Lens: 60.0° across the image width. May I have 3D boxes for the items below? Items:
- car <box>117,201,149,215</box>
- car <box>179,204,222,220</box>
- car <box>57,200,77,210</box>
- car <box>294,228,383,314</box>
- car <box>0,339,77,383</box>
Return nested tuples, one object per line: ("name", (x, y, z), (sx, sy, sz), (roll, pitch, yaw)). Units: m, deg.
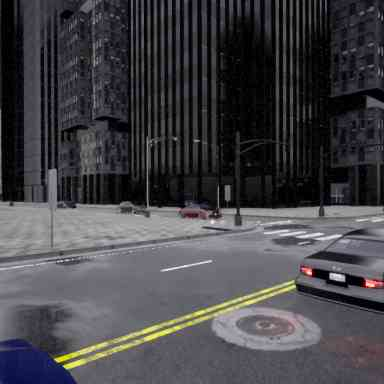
("car", (-6.805, 1.806, 38.311), (1.837, 1.490, 4.892), (0, 0, -42))
("car", (0.676, 1.750, 29.959), (1.994, 1.385, 4.181), (0, 0, -43))
("car", (-20.279, 2.065, 53.426), (2.033, 1.411, 5.357), (0, 0, -41))
("car", (4.420, 1.547, 7.528), (5.357, 1.411, 2.033), (0, 0, -42))
("car", (-2.659, 1.601, 1.165), (4.718, 1.301, 1.895), (0, 0, -42))
